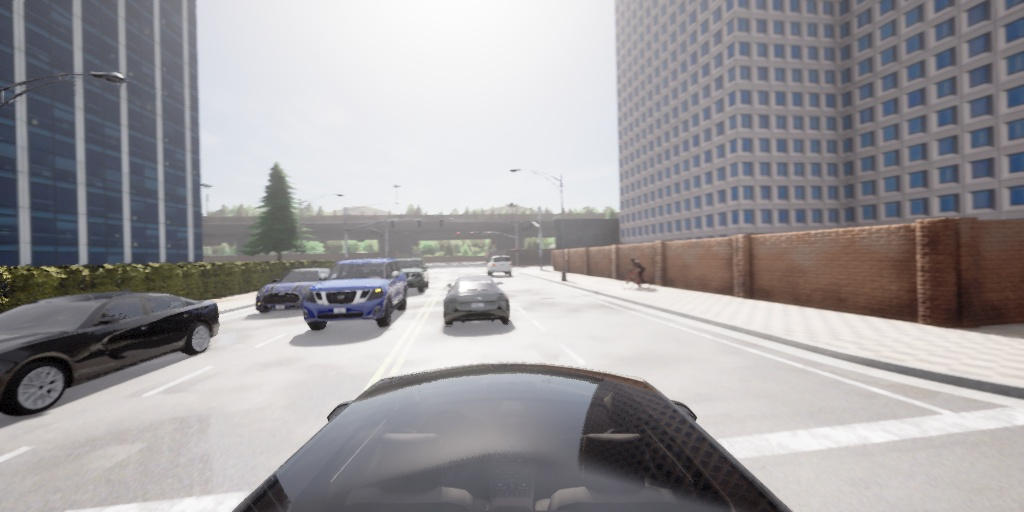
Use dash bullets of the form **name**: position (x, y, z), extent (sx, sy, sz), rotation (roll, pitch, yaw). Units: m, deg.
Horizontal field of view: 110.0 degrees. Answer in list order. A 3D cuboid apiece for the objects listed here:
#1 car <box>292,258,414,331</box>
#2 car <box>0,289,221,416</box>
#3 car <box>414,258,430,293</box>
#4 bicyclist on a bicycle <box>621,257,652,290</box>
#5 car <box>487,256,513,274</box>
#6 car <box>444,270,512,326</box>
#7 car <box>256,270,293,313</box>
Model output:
- **car**: position (-4.947, 1.098, 12.202), extent (2.150, 2.045, 5.566), rotation (-1, 0, -8)
- **car**: position (-7.638, 1.425, 6.421), extent (1.882, 1.535, 5.008), rotation (-1, 0, -8)
- **car**: position (-6.408, 1.135, 22.326), extent (2.150, 2.045, 5.566), rotation (-1, 0, -8)
- **bicyclist on a bicycle**: position (6.292, 0.885, 18.168), extent (1.656, 1.620, 0.582), rotation (-2, 0, -8)
- **car**: position (-1.307, 1.001, 36.495), extent (2.150, 2.045, 5.566), rotation (-1, 0, -8)
- **car**: position (-1.220, 1.344, 11.961), extent (1.994, 1.385, 4.181), rotation (-1, 0, -8)
- **car**: position (-8.966, 1.333, 15.579), extent (2.097, 1.767, 4.553), rotation (-1, 0, -8)
